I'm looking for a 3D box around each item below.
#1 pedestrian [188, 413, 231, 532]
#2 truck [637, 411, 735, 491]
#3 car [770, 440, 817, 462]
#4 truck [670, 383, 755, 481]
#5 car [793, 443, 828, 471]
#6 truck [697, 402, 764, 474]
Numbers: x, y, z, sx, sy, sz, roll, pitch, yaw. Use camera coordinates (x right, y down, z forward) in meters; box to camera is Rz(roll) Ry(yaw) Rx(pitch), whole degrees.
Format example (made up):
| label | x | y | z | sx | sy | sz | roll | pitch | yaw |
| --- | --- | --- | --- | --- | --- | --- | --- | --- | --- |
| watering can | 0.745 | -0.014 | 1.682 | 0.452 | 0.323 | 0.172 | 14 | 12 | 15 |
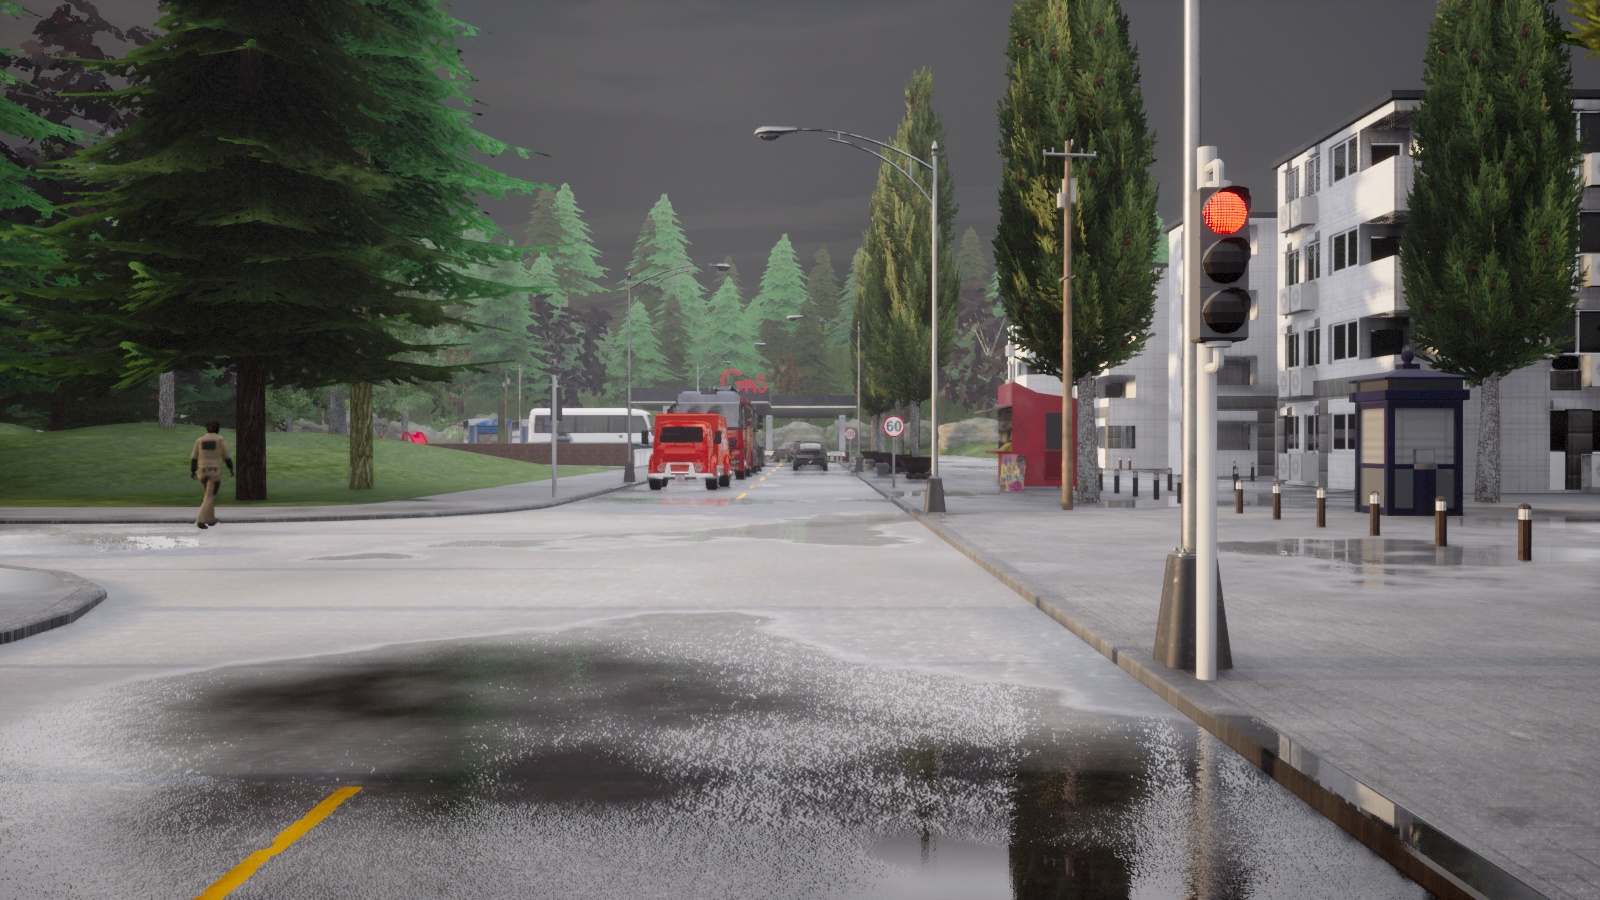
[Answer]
| label | x | y | z | sx | sy | sz | roll | pitch | yaw |
| --- | --- | --- | --- | --- | --- | --- | --- | --- | --- |
| pedestrian | -9.757 | 0.364 | 20.760 | 0.396 | 1.930 | 0.692 | 0 | 0 | 0 |
| truck | -3.652 | 0.024 | 41.332 | 2.627 | 2.467 | 5.204 | 0 | 0 | 1 |
| car | -0.531 | 0.048 | 96.492 | 2.242 | 1.667 | 4.611 | 0 | 0 | -20 |
| truck | -3.575 | -0.721 | 53.228 | 2.891 | 3.827 | 8.468 | 0 | 0 | 1 |
| car | 0.573 | 0.362 | 69.201 | 1.837 | 1.490 | 4.892 | 0 | 1 | 1 |
| truck | -3.469 | -0.603 | 64.590 | 2.891 | 3.462 | 7.936 | 0 | 0 | 1 |
